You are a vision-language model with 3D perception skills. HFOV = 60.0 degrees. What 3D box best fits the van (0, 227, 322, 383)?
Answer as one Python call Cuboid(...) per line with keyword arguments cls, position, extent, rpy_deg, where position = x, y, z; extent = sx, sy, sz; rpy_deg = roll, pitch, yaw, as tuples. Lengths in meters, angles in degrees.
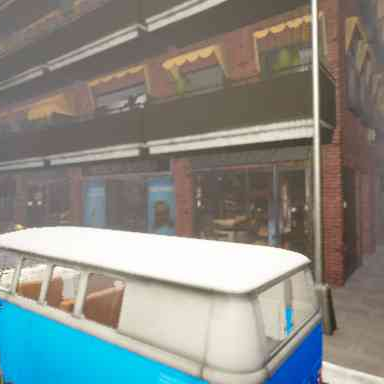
Cuboid(cls="van", position=(-0.755, 1.335, 3.433), extent=(3.998, 1.788, 1.690), rpy_deg=(0, -1, 35))
